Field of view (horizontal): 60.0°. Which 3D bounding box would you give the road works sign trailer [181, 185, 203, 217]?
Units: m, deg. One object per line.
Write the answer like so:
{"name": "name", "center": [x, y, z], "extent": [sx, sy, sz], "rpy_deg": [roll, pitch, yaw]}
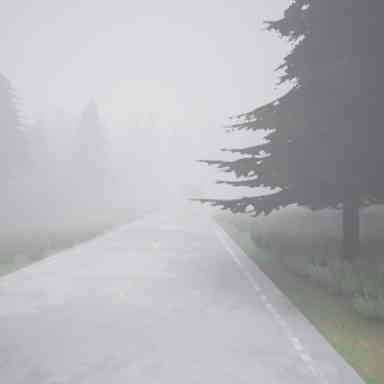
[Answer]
{"name": "road works sign trailer", "center": [0.002, 0.990, 37.453], "extent": [2.380, 3.560, 2.880], "rpy_deg": [0, -1, 0]}
